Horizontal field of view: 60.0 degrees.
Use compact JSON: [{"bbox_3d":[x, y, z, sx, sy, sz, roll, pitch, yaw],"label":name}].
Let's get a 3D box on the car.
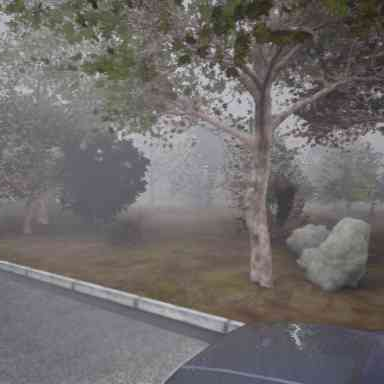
[{"bbox_3d":[2.256,1.549,1.769,5.357,1.411,2.033,0,0,36],"label":"car"}]
